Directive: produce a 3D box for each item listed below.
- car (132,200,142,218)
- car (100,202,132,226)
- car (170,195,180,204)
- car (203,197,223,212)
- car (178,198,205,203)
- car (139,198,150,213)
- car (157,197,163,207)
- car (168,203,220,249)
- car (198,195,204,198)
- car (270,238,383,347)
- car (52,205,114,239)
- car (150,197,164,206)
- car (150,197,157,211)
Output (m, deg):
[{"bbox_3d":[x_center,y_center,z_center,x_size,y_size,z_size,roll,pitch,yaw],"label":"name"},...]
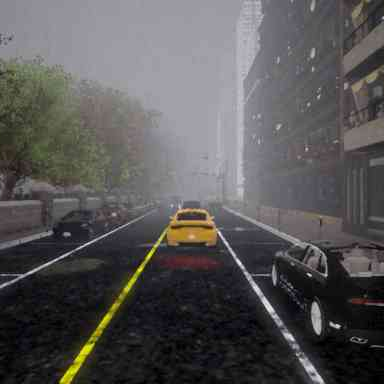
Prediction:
[{"bbox_3d":[-5.688,1.590,28.433,1.802,1.307,4.206,0,0,0],"label":"car"},{"bbox_3d":[-5.687,1.446,22.894,1.967,1.590,4.097,0,0,0],"label":"car"},{"bbox_3d":[-3.000,1.597,63.651,1.837,1.490,4.892,0,0,0],"label":"car"},{"bbox_3d":[2.692,1.566,39.513,2.008,1.369,4.403,0,0,0],"label":"car"},{"bbox_3d":[0.000,1.527,29.650,1.837,1.490,4.892,0,0,0],"label":"car"},{"bbox_3d":[-5.688,1.537,33.802,1.752,1.417,4.829,0,0,0],"label":"car"},{"bbox_3d":[-5.766,1.574,50.586,2.008,1.369,4.403,0,0,0],"label":"car"},{"bbox_3d":[0.000,1.488,14.650,1.882,1.535,5.008,0,0,0],"label":"car"},{"bbox_3d":[2.691,1.643,94.045,1.947,1.339,4.313,0,0,0],"label":"car"},{"bbox_3d":[2.693,1.551,6.281,2.008,1.369,4.403,0,0,0],"label":"car"},{"bbox_3d":[-5.688,1.569,17.356,1.947,1.339,4.313,0,0,0],"label":"car"},{"bbox_3d":[-5.817,1.573,56.126,1.887,1.381,4.507,0,0,0],"label":"car"},{"bbox_3d":[-5.688,1.455,39.511,1.967,1.590,4.097,0,0,0],"label":"car"}]
